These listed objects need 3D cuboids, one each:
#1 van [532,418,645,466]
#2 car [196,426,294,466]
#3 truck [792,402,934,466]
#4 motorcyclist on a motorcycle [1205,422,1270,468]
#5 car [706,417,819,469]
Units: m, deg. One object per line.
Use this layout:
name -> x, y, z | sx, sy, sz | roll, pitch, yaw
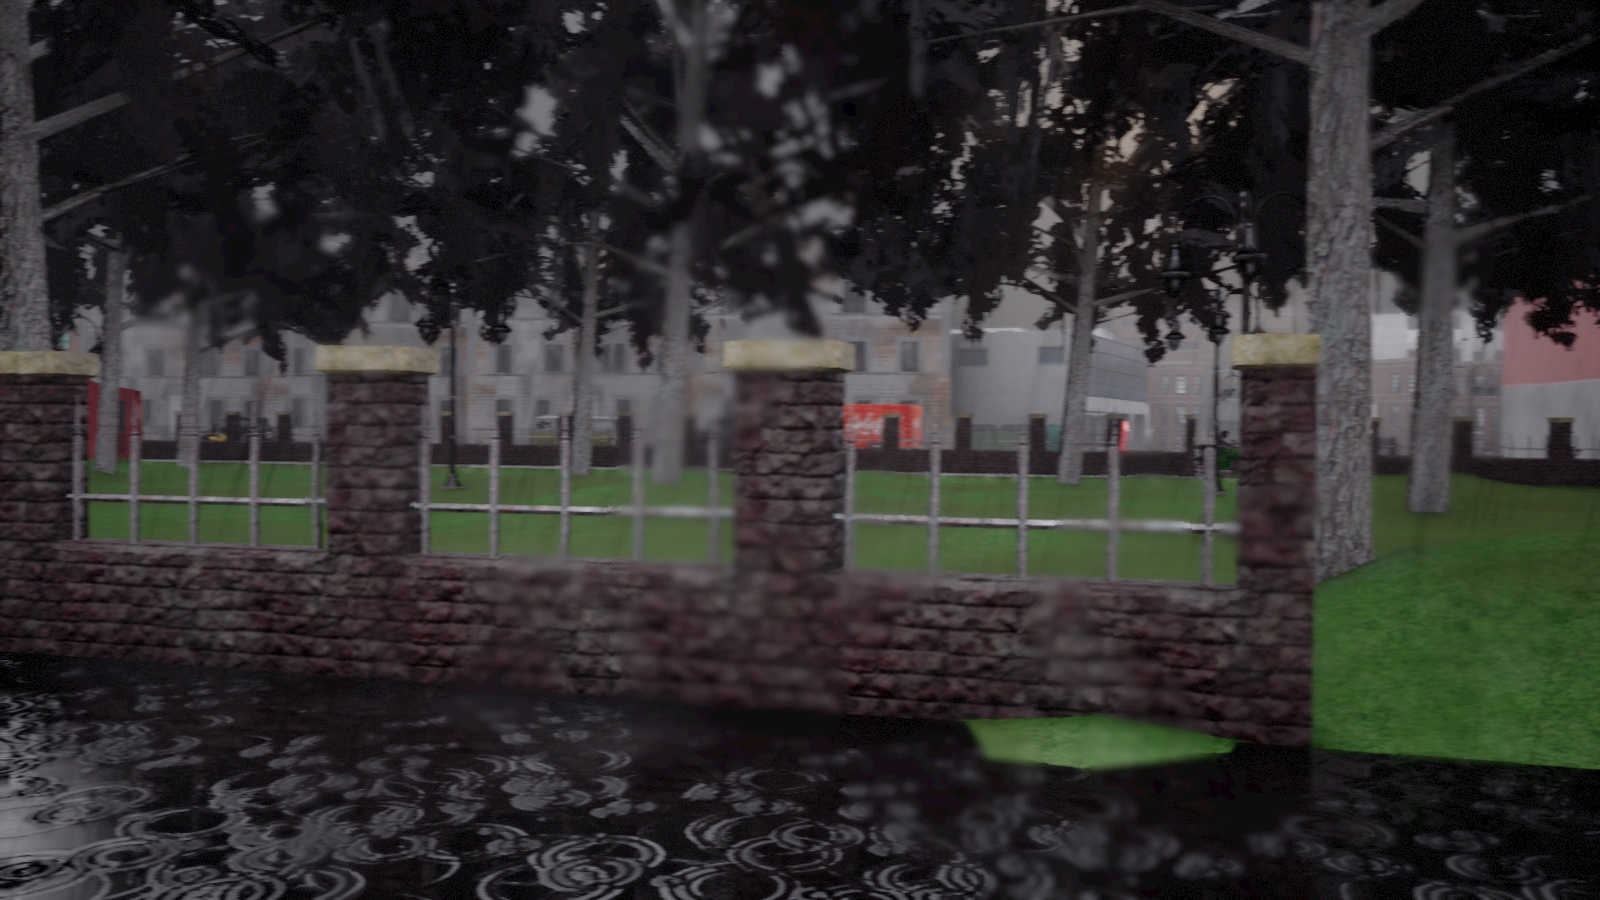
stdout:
van -> -9.103, -0.336, 54.099 | 4.442, 1.987, 1.775 | 0, 1, 17
car -> -26.207, -0.193, 59.317 | 3.866, 1.878, 1.905 | 0, 1, 17
truck -> 2.571, -0.643, 50.532 | 5.204, 2.467, 2.627 | 0, 1, 17
motorcyclist on a motorcycle -> 14.825, -0.174, 42.611 | 2.044, 1.523, 0.797 | 0, 1, 17
car -> -1.395, -0.266, 47.567 | 3.866, 1.878, 1.905 | 0, 1, 17
